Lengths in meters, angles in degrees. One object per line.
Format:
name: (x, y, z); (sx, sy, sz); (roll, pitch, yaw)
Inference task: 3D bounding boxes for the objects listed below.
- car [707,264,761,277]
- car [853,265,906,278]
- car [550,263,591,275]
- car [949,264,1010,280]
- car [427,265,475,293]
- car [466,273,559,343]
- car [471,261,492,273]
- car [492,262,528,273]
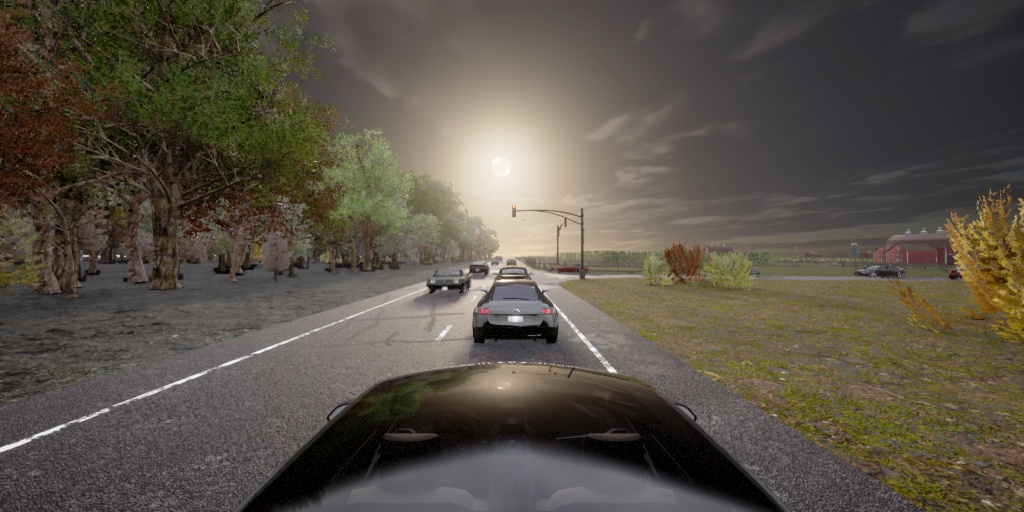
car: (25.318, 1.632, 41.051); (5.357, 1.411, 2.033); (1, -1, 0)
car: (41.938, 1.770, 41.005); (4.892, 1.490, 1.837); (0, -1, 0)
car: (6.905, 1.510, 42.740); (4.718, 1.301, 1.895); (0, -1, 22)
car: (48.806, 1.633, 37.413); (4.553, 1.767, 2.097); (1, -1, 0)
car: (-3.451, 1.355, 20.563); (1.895, 1.301, 4.718); (0, 0, 0)
car: (0.076, 1.316, 9.665); (1.994, 1.385, 4.181); (0, 0, 0)
car: (-3.502, 1.233, 38.824); (1.882, 1.535, 5.008); (0, 0, 0)
car: (0.059, 1.259, 18.565); (1.837, 1.490, 4.892); (0, 0, 0)
